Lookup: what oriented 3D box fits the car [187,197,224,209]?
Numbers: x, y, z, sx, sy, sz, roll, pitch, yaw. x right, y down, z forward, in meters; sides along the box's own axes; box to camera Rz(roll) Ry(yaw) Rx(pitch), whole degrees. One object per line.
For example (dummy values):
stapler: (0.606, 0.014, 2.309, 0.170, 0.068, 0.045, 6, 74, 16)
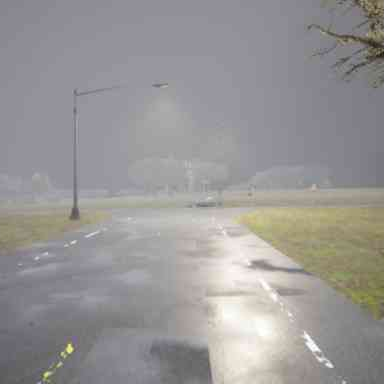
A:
car: (1.743, 1.476, 43.797, 4.902, 1.511, 2.128, -2, 0, -1)
